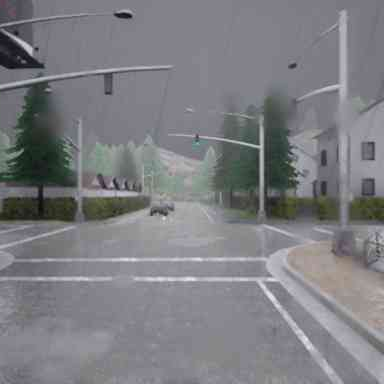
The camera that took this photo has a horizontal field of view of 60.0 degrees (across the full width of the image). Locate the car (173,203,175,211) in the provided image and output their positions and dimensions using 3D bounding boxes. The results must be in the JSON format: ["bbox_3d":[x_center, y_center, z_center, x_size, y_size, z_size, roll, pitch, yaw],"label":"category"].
[{"bbox_3d":[-3.547,1.974,47.568,1.882,1.535,5.008,0,-1,1],"label":"car"}]

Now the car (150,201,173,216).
[{"bbox_3d":[-3.573,1.937,37.285,2.033,1.411,5.357,0,-1,0],"label":"car"}]
